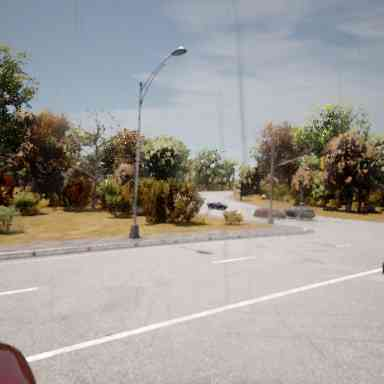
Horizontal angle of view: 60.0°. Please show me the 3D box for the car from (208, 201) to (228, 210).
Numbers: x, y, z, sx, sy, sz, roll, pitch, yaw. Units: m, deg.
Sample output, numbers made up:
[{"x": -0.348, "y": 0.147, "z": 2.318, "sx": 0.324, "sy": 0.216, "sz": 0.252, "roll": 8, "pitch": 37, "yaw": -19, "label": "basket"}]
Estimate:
[{"x": 4.027, "y": 2.124, "z": 51.945, "sx": 1.895, "sy": 1.301, "sz": 4.718, "roll": 3, "pitch": 1, "yaw": -15, "label": "car"}]

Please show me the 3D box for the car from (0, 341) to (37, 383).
[{"x": -2.939, "y": 1.561, "z": 1.645, "sx": 4.181, "sy": 1.385, "sz": 1.994, "roll": 0, "pitch": 0, "yaw": -36, "label": "car"}]

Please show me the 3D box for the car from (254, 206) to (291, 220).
[{"x": 8.874, "y": 2.364, "z": 38.166, "sx": 1.994, "sy": 1.385, "sz": 4.181, "roll": 3, "pitch": -1, "yaw": -22, "label": "car"}]

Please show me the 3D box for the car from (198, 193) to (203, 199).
[{"x": 0.830, "y": 1.138, "z": 67.246, "sx": 2.150, "sy": 2.045, "sz": 5.566, "roll": 2, "pitch": 2, "yaw": -9, "label": "car"}]

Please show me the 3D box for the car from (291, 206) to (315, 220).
[{"x": 12.307, "y": 2.457, "z": 39.238, "sx": 2.128, "sy": 1.511, "sz": 4.902, "roll": 3, "pitch": -1, "yaw": -22, "label": "car"}]

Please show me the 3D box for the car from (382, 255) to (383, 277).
[{"x": 7.079, "y": 1.492, "z": 8.852, "sx": 4.553, "sy": 1.767, "sz": 2.097, "roll": 2, "pitch": -1, "yaw": -36, "label": "car"}]
